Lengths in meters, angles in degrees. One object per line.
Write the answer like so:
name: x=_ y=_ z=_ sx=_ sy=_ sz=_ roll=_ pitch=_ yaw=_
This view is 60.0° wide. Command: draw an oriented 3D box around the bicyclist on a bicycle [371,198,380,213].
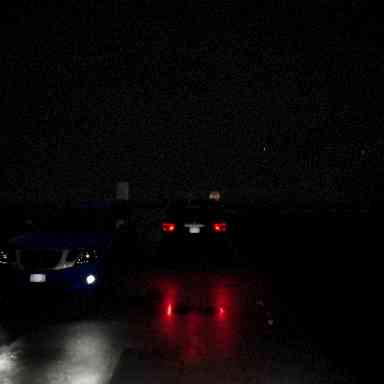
bicyclist on a bicycle: x=19.965 y=1.437 z=36.285 sx=0.582 sy=1.620 sz=1.656 roll=0 pitch=0 yaw=0

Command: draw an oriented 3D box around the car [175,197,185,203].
car: x=-2.717 y=1.777 z=76.939 sx=1.994 sy=1.385 sz=4.181 roll=0 pitch=0 yaw=0

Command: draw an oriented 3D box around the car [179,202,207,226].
car: x=0.092 y=1.539 z=24.789 sx=1.882 sy=1.535 sz=5.008 roll=0 pitch=0 yaw=0

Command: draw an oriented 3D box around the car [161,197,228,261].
car: x=0.091 y=1.249 z=12.539 sx=2.150 sy=2.045 sz=5.566 roll=0 pitch=0 yaw=0

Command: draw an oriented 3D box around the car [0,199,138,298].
car: x=-2.845 y=1.241 z=8.905 sx=2.150 sy=2.045 sz=5.566 roll=0 pitch=0 yaw=0
